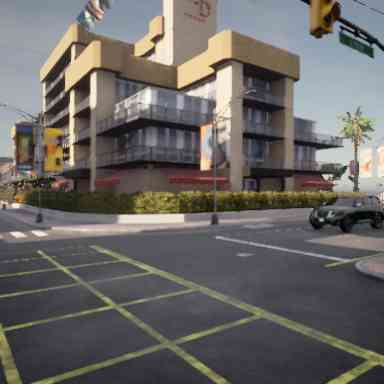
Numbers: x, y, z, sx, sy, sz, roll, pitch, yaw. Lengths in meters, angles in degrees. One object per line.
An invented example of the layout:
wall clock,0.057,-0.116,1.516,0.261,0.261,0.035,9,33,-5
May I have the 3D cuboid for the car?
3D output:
car,9.616,1.235,20.444,5.566,2.045,2.150,0,0,-35
